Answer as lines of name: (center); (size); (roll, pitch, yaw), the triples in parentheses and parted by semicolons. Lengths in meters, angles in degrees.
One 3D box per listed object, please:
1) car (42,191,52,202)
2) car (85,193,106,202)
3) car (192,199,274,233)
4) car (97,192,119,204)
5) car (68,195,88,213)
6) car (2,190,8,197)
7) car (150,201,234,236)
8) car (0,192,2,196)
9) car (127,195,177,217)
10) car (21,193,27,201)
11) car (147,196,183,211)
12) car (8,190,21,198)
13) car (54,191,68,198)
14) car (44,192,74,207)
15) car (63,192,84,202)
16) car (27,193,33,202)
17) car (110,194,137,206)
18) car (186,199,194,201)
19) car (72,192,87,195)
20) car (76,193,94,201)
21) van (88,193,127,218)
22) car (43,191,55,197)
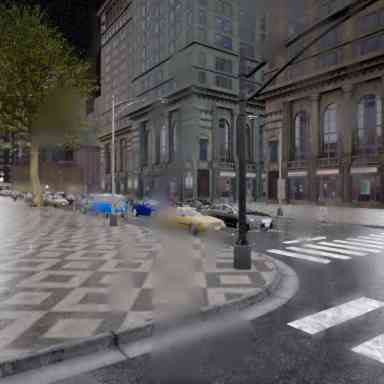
car: (-19.720, 0.992, 45.480); (2.008, 1.369, 4.403); (1, 0, -35)
car: (-16.001, 0.910, 54.991); (2.008, 1.369, 4.403); (1, 0, -35)
car: (2.385, 1.370, 18.789); (2.128, 1.511, 4.902); (0, 1, -36)
car: (-12.759, 0.880, 50.403); (1.967, 1.590, 4.097); (1, 0, -35)
car: (-9.997, 1.230, 31.711); (2.008, 1.369, 4.403); (1, 0, -35)
car: (-42.404, 0.329, 77.597); (1.967, 1.590, 4.097); (1, 0, -35)
car: (-0.176, 1.398, 17.802); (1.752, 1.417, 4.829); (1, 0, -35)
car: (-45.645, 0.253, 82.186); (1.967, 1.590, 4.097); (1, 0, -35)
car: (-3.057, 1.258, 26.485); (1.882, 1.535, 5.008); (0, 1, -35)
car: (-26.202, 0.830, 54.656); (2.008, 1.369, 4.403); (1, 0, -35)
car: (-3.037, 1.223, 36.636); (1.887, 1.381, 4.507); (1, 0, -35)
car: (-35.922, 0.483, 68.420); (1.967, 1.590, 4.097); (1, 0, -35)
car: (-28.963, 0.587, 73.342); (1.887, 1.381, 4.507); (1, 0, -35)
car: (-16.382, 1.051, 40.753); (1.752, 1.417, 4.829); (1, 0, -35)
car: (-20.056, 0.803, 56.097); (2.128, 1.511, 4.902); (0, 1, -35)
car: (-22.961, 0.910, 50.068); (2.008, 1.369, 4.403); (1, 0, -35)
car: (-9.520, 1.073, 45.815); (2.008, 1.369, 4.403); (1, 0, -35)
car: (0.202, 1.315, 32.048); (1.947, 1.339, 4.313); (1, 0, -35)
car: (-14.843, 1.013, 43.251); (1.837, 1.490, 4.892); (0, 1, -35)
car: (-19.242, 0.860, 59.579); (1.802, 1.307, 4.206); (1, 0, -35)
van: (-6.755, 1.091, 27.122); (1.690, 1.788, 3.998); (1, 0, -35)
car: (-35.445, 0.471, 82.518); (1.802, 1.307, 4.206); (1, 0, -35)
